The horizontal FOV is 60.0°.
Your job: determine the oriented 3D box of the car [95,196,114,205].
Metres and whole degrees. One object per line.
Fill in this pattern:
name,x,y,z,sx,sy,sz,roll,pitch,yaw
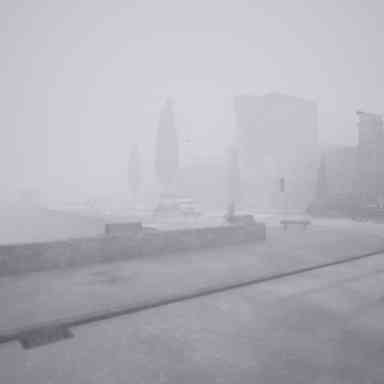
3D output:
car,-14.364,1.382,54.167,1.837,1.490,4.892,0,0,-35

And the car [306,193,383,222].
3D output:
car,11.491,1.060,25.245,2.150,2.045,5.566,0,0,-38

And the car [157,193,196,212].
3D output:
car,-1.810,1.090,36.384,2.150,2.045,5.566,0,0,-35
